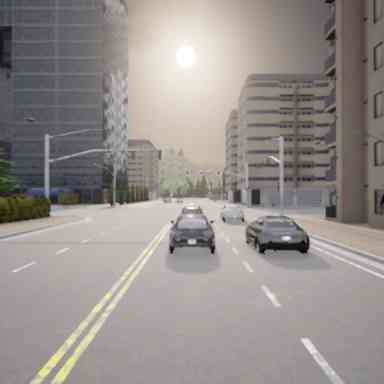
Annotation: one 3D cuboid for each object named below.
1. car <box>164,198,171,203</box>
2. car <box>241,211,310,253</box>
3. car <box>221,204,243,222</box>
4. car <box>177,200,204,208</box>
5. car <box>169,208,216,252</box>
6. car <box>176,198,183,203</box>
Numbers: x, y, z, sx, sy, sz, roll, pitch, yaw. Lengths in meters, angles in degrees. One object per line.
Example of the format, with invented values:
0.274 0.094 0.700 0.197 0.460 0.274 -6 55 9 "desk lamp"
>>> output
-6.955 2.399 94.249 1.812 1.442 4.674 0 -1 0 "car"
3.509 1.699 14.282 1.994 1.385 4.181 0 0 0 "car"
3.574 1.801 29.359 1.812 1.442 4.674 0 0 2 "car"
0.018 1.768 29.301 2.128 1.511 4.902 0 0 0 "car"
0.012 1.661 14.387 1.812 1.442 4.674 0 0 0 "car"
-3.455 2.415 94.247 2.033 1.411 5.357 0 -1 0 "car"
